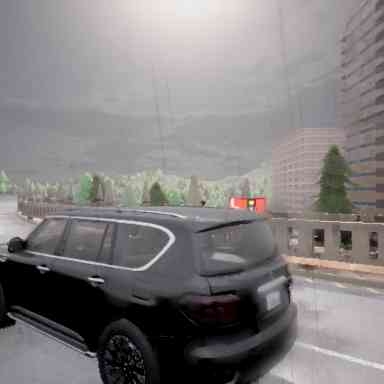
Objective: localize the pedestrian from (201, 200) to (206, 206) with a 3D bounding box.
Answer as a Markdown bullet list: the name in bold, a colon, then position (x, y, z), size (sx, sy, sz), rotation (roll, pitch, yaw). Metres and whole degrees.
- **pedestrian**: position (0.440, 1.142, 11.838), size (0.375, 1.860, 0.375), rotation (0, 0, 41)

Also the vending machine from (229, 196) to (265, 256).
- **vending machine**: position (2.067, 1.196, 12.418), size (0.880, 2.100, 1.100), rotation (0, 0, 41)

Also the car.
- **car**: position (-1.237, 1.223, 5.160), size (5.566, 2.045, 2.150), rotation (0, 0, 39)
